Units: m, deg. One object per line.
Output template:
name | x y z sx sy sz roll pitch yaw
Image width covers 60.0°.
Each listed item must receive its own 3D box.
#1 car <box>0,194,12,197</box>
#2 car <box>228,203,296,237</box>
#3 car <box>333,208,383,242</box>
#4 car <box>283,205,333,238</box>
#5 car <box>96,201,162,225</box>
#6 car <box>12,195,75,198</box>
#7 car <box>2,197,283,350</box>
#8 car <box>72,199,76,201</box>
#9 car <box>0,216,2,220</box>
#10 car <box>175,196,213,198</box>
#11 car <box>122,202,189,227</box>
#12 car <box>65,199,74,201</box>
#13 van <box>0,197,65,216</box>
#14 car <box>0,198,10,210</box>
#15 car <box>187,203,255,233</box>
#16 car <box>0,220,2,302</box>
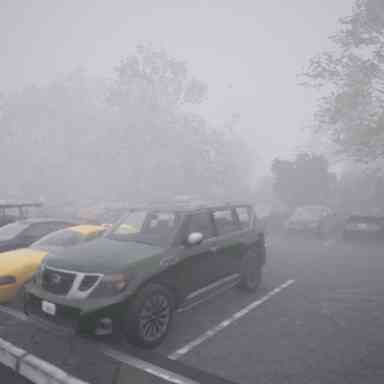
car | -16.086 1.284 34.150 2.435 2.045 5.566 0 0 35
car | 4.260 1.512 19.645 2.097 1.535 5.008 0 0 35
car | 8.796 1.524 16.446 2.163 1.488 4.792 0 0 35
car | 6.522 1.505 18.037 2.231 1.521 4.892 0 0 35
car | -4.794 1.546 26.074 2.097 1.535 5.008 0 0 35
car | -13.857 1.291 32.494 2.435 2.045 5.566 0 0 35
car | -0.373 1.248 6.847 2.435 2.045 5.566 0 0 35
car | -6.947 1.547 27.839 1.946 1.575 5.366 0 0 35
car | -4.923 1.557 10.123 2.002 1.452 4.674 0 0 35
car | -0.284 1.279 22.836 2.435 2.045 5.566 0 0 35
car | -2.531 1.540 24.463 2.231 1.521 4.892 0 0 35
car | -9.329 1.583 29.271 2.163 1.488 4.792 0 0 35
van | -7.141 1.300 11.841 1.878 1.987 4.442 0 0 35
car | -25.167 1.513 40.541 2.163 1.488 4.792 0 0 35
car | 1.998 1.521 21.254 2.097 1.535 5.008 0 0 35
car | -2.748 1.505 8.344 1.946 1.575 5.366 0 0 35
